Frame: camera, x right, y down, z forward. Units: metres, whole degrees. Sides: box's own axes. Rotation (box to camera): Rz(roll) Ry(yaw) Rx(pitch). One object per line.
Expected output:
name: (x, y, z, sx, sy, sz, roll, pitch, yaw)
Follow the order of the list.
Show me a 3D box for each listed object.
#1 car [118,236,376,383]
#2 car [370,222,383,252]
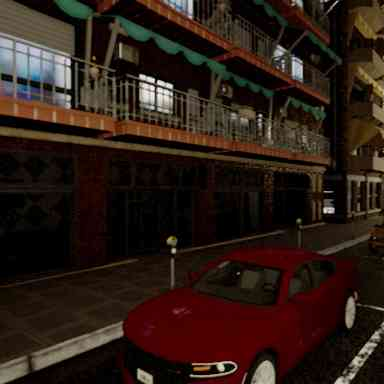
car: (1.035, 1.544, 4.890, 1.887, 1.381, 4.507, 0, 0, 42)
car: (8.263, 1.525, 13.028, 1.752, 1.417, 4.829, 0, 0, 42)
